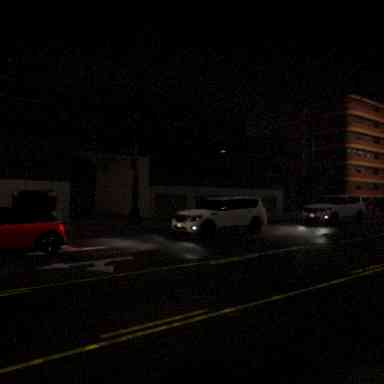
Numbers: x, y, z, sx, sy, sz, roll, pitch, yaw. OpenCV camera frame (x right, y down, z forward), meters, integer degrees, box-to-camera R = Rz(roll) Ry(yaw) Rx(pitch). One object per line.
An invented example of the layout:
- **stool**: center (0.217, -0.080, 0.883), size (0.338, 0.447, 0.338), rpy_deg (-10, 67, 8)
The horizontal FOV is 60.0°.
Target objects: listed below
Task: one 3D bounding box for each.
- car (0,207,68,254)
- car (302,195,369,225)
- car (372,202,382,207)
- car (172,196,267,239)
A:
- **car**: center (-6.979, 1.361, 11.891), size (4.553, 1.767, 2.097), rpy_deg (0, 0, -35)
- **car**: center (10.386, 1.218, 24.156), size (5.566, 2.045, 2.150), rpy_deg (0, 0, -35)
- **car**: center (15.206, 1.147, 27.588), size (4.902, 1.511, 2.128), rpy_deg (0, 0, -35)
- **car**: center (1.627, 1.265, 17.941), size (5.566, 2.045, 2.150), rpy_deg (0, 0, -35)
